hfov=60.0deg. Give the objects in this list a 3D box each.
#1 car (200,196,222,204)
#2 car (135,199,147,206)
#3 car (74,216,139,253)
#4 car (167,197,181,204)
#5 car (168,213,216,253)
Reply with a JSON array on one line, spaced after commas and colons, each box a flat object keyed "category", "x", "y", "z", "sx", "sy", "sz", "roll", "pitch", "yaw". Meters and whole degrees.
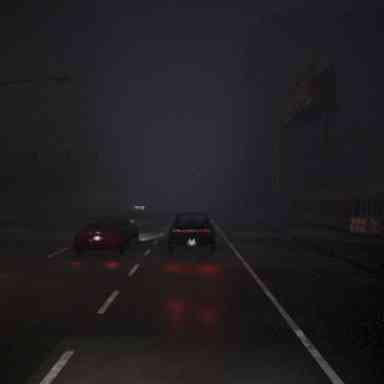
[{"category": "car", "x": 4.858, "y": 1.977, "z": 85.865, "sx": 5.566, "sy": 2.045, "sz": 2.150, "roll": 0, "pitch": 0, "yaw": -22}, {"category": "car", "x": -10.517, "y": 2.162, "z": 68.455, "sx": 2.128, "sy": 1.511, "sz": 4.902, "roll": 0, "pitch": -1, "yaw": 0}, {"category": "car", "x": -3.499, "y": 1.698, "z": 14.295, "sx": 1.994, "sy": 1.385, "sz": 4.181, "roll": 0, "pitch": 0, "yaw": 0}, {"category": "car", "x": -4.597, "y": 2.115, "z": 84.794, "sx": 2.097, "sy": 1.767, "sz": 4.553, "roll": 0, "pitch": -1, "yaw": -27}, {"category": "car", "x": 0.000, "y": 1.627, "z": 14.297, "sx": 2.128, "sy": 1.511, "sz": 4.902, "roll": 0, "pitch": 0, "yaw": 0}]
